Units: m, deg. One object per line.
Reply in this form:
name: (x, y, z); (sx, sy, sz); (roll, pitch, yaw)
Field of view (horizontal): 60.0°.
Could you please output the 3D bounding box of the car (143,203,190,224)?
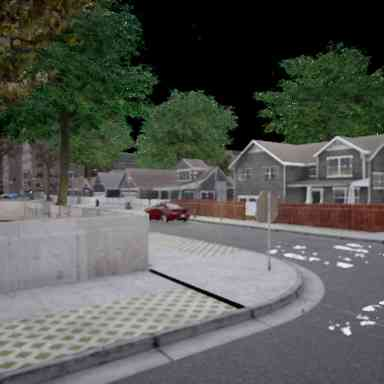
car: (-2.111, 1.580, 26.318); (1.882, 1.535, 5.008); (0, 0, -36)
